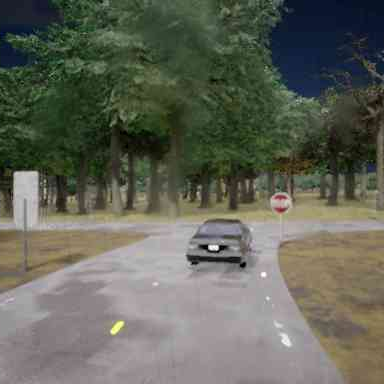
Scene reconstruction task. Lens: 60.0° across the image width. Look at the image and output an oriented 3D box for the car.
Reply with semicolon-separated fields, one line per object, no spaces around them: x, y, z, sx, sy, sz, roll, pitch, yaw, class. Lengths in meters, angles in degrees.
1.151;1.668;12.023;2.033;1.411;5.357;0;-1;12;car
